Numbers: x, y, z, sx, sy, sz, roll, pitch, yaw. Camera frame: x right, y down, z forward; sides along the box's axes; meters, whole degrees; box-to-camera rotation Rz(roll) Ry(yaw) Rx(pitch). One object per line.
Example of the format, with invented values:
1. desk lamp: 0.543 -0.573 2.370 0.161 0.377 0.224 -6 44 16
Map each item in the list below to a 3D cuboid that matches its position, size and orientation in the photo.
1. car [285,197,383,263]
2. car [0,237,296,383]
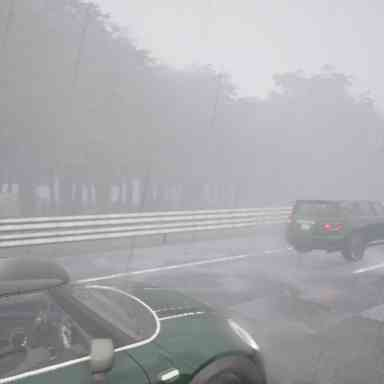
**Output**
1. car: 5.808 1.205 12.186 5.566 2.045 2.150 0 0 -35
2. car: -1.502 1.352 2.676 4.553 1.767 2.097 0 0 -36
